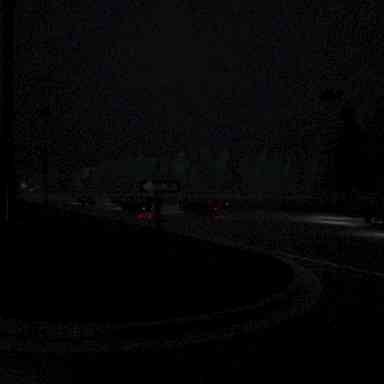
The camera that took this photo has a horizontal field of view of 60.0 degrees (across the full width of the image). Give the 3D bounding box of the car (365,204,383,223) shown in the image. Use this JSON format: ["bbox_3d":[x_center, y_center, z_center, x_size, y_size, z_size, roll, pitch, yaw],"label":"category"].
[{"bbox_3d":[14.823,1.563,23.069,1.895,1.301,4.718,0,0,-33],"label":"car"}]

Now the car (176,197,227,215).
[{"bbox_3d":[0.763,1.319,31.865,1.882,1.535,5.008,0,0,-33],"label":"car"}]

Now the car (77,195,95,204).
[{"bbox_3d":[-16.670,1.206,52.278,1.994,1.385,4.181,0,0,-33],"label":"car"}]

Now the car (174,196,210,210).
[{"bbox_3d":[-0.114,1.274,39.641,1.882,1.535,5.008,0,0,-33],"label":"car"}]

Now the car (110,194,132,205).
[{"bbox_3d":[-10.323,1.241,48.932,2.033,1.411,5.357,0,0,-33],"label":"car"}]

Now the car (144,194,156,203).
[{"bbox_3d":[-7.428,1.158,57.330,2.128,1.511,4.902,0,0,-33],"label":"car"}]

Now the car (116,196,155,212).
[{"bbox_3d":[-6.226,1.382,36.196,1.895,1.301,4.718,0,0,-33],"label":"car"}]

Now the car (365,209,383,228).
[{"bbox_3d":[12.867,1.460,19.655,2.128,1.511,4.902,0,0,-33],"label":"car"}]

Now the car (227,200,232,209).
[{"bbox_3d":[3.080,1.370,41.149,1.994,1.385,4.181,0,0,-33],"label":"car"}]

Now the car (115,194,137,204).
[{"bbox_3d":[-11.292,1.125,56.850,1.882,1.535,5.008,0,0,-33],"label":"car"}]
